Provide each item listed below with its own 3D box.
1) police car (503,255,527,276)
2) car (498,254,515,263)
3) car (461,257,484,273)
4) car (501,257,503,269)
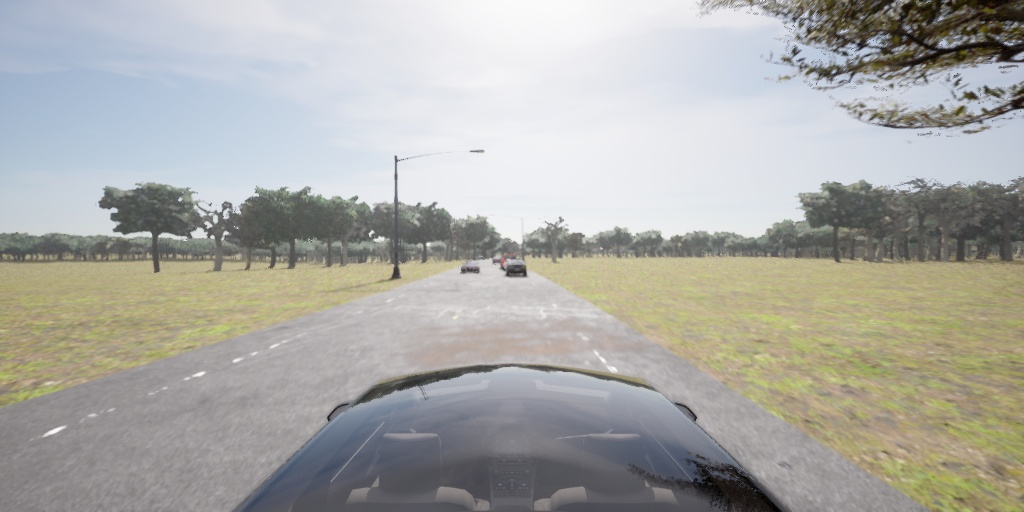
[{"bbox_3d":[0.381,1.015,34.548,1.930,1.638,5.238,0,0,-2],"label":"police car"},{"bbox_3d":[-0.461,0.747,50.501,2.150,2.045,5.566,0,0,-4],"label":"car"},{"bbox_3d":[-4.478,1.151,39.360,1.994,1.385,4.181,0,0,-2],"label":"car"},{"bbox_3d":[-0.101,1.074,44.464,1.812,1.442,4.674,0,0,-3],"label":"car"}]
